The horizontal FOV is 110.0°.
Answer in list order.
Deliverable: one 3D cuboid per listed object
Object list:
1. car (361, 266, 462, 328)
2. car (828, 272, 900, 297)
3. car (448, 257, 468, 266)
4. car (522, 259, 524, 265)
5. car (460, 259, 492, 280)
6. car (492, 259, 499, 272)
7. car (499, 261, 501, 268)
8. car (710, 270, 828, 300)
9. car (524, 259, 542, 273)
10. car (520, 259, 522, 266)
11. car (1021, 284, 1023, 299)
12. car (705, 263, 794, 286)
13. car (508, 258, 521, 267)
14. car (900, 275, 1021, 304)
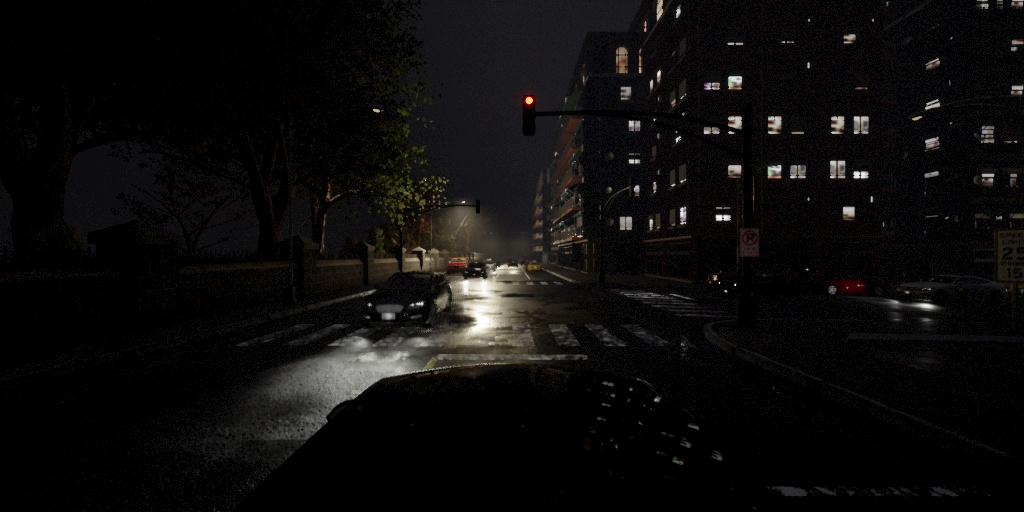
[{"bbox_3d":[-3.089,1.241,11.411,2.128,1.511,4.902,0,0,0],"label":"car"},{"bbox_3d":[20.317,1.671,21.933,4.507,1.381,1.888,0,0,0],"label":"car"},{"bbox_3d":[-5.645,1.069,38.532,2.192,1.841,5.009,0,0,0],"label":"car"},{"bbox_3d":[2.749,1.307,49.593,1.888,1.381,4.507,0,0,0],"label":"car"},{"bbox_3d":[-3.065,1.257,31.218,1.837,1.490,4.892,0,0,0],"label":"car"},{"bbox_3d":[-3.040,1.285,45.717,1.812,1.442,4.674,0,0,0],"label":"car"},{"bbox_3d":[-2.976,1.263,62.968,2.128,1.511,4.902,0,0,1],"label":"car"},{"bbox_3d":[13.725,1.618,19.327,4.718,1.301,1.895,1,0,0],"label":"car"},{"bbox_3d":[2.742,1.283,44.228,1.751,1.417,4.829,0,0,0],"label":"car"},{"bbox_3d":[2.756,1.316,55.128,2.007,1.370,4.403,0,0,0],"label":"car"},{"bbox_3d":[31.539,1.857,21.954,4.829,1.417,1.751,0,0,0],"label":"car"},{"bbox_3d":[14.622,1.338,21.922,5.009,1.841,2.192,0,0,0],"label":"car"},{"bbox_3d":[0.176,1.320,64.305,2.033,1.411,5.357,0,0,-1],"label":"car"},{"bbox_3d":[23.667,1.723,19.343,4.674,1.442,1.812,1,0,0],"label":"car"}]
